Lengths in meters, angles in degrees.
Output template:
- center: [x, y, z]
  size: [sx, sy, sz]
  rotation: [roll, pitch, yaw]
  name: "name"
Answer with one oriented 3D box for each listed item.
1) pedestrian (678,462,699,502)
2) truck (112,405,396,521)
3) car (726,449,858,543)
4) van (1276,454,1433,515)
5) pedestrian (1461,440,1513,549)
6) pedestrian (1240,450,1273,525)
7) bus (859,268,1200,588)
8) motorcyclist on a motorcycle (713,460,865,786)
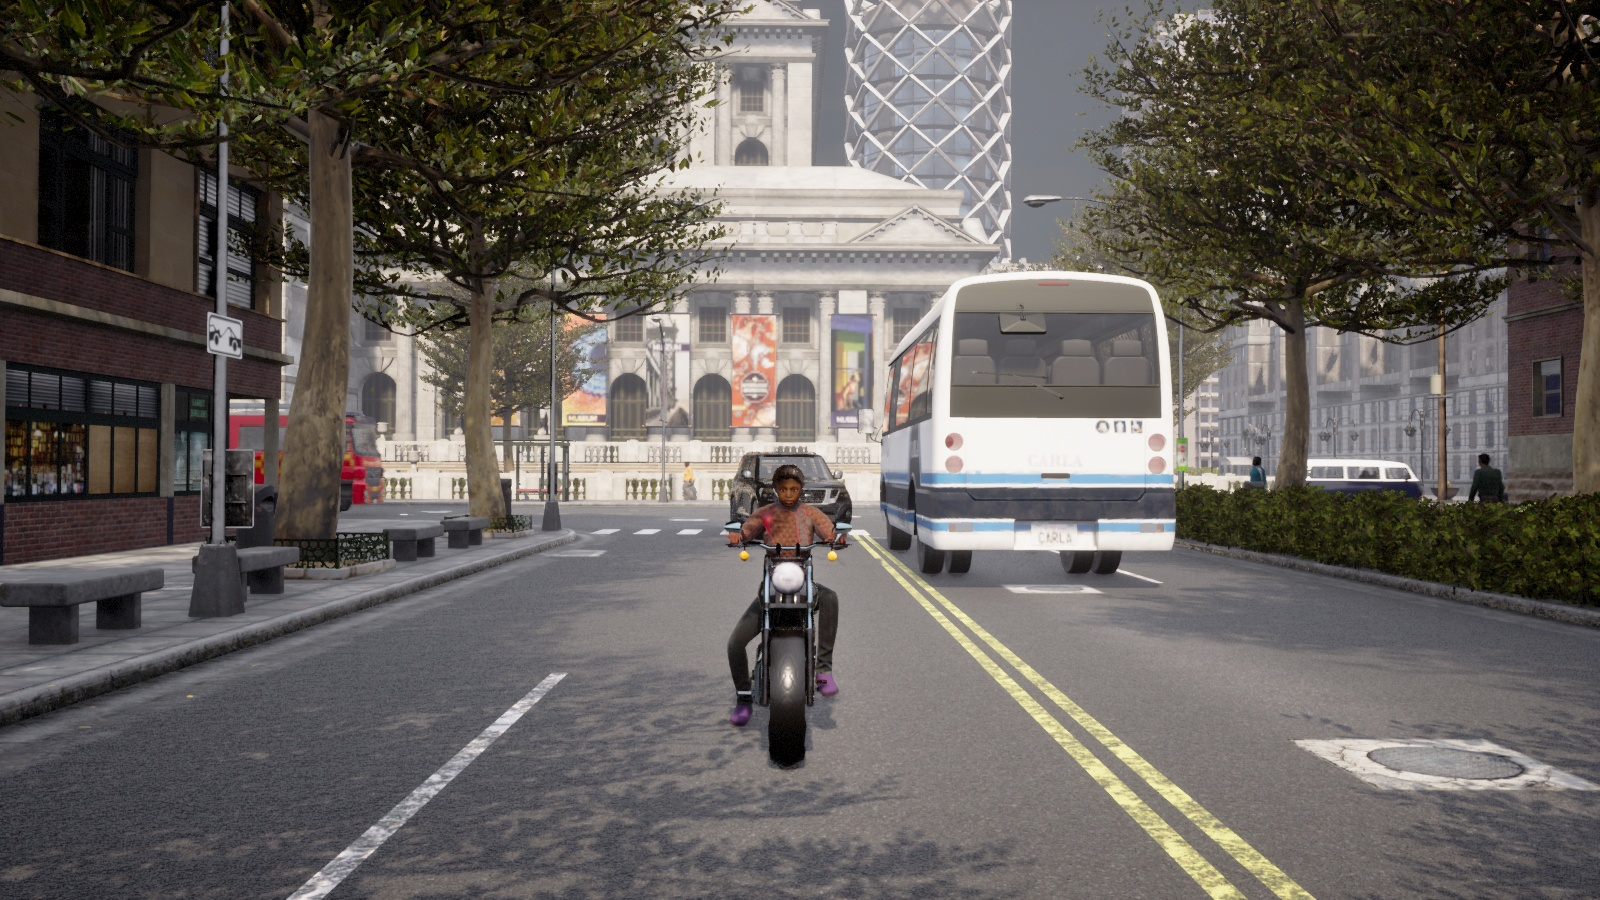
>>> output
- center: [-5.193, 1.471, 58.464]
  size: [0.900, 1.855, 0.874]
  rotation: [0, -1, -7]
  name: "pedestrian"
- center: [-18.567, 0.447, 43.181]
  size: [8.468, 3.827, 2.891]
  rotation: [0, -1, -4]
  name: "truck"
- center: [-0.332, 1.043, 30.316]
  size: [2.150, 2.045, 5.566]
  rotation: [0, -1, -12]
  name: "car"
- center: [19.027, 1.186, 43.258]
  size: [4.480, 2.038, 2.069]
  rotation: [0, -1, 0]
  name: "van"
- center: [12.532, 0.805, 22.922]
  size: [0.423, 1.949, 0.788]
  rotation: [0, -1, -8]
  name: "pedestrian"
- center: [11.855, 0.971, 32.639]
  size: [0.692, 1.930, 0.396]
  rotation: [0, -1, -7]
  name: "pedestrian"
- center: [3.303, -0.209, 21.872]
  size: [3.944, 4.253, 10.273]
  rotation: [0, -1, 0]
  name: "bus"
- center: [-0.065, 0.892, 7.543]
  size: [0.766, 1.649, 2.350]
  rotation: [0, -1, -1]
  name: "motorcyclist on a motorcycle"
